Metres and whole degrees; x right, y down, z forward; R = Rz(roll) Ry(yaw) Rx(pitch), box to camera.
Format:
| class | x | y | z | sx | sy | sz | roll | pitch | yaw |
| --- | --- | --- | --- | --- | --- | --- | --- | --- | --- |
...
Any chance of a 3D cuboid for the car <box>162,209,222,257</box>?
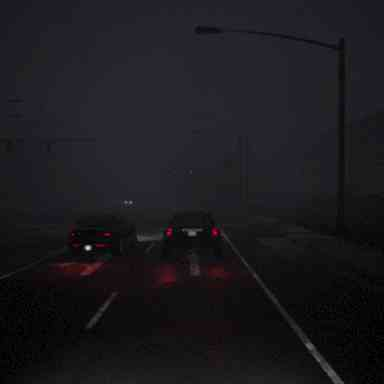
| class | x | y | z | sx | sy | sz | roll | pitch | yaw |
| --- | --- | --- | --- | --- | --- | --- | --- | --- | --- |
| car | 0.019 | 1.447 | 13.497 | 2.097 | 1.767 | 4.553 | 0 | 0 | 0 |

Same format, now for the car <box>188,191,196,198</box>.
| class | x | y | z | sx | sy | sz | roll | pitch | yaw |
| --- | --- | --- | --- | --- | --- | --- | --- | --- | --- |
| car | 0.005 | 0.713 | 94.428 | 2.150 | 2.045 | 5.566 | 0 | 1 | 0 |

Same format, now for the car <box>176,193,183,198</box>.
| class | x | y | z | sx | sy | sz | roll | pitch | yaw |
| --- | --- | --- | --- | --- | --- | --- | --- | --- | --- |
| car | -3.495 | 0.965 | 94.401 | 1.882 | 1.535 | 5.008 | 0 | 1 | 0 |

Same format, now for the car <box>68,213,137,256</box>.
| class | x | y | z | sx | sy | sz | roll | pitch | yaw |
| --- | --- | --- | --- | --- | --- | --- | --- | --- | --- |
| car | -3.481 | 1.603 | 13.604 | 1.837 | 1.490 | 4.892 | 0 | 0 | 0 |

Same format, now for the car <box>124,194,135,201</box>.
| class | x | y | z | sx | sy | sz | roll | pitch | yaw |
| --- | --- | --- | --- | --- | --- | --- | --- | --- | --- |
| car | -13.996 | 1.295 | 75.167 | 2.128 | 1.511 | 4.902 | 0 | 1 | 0 |
